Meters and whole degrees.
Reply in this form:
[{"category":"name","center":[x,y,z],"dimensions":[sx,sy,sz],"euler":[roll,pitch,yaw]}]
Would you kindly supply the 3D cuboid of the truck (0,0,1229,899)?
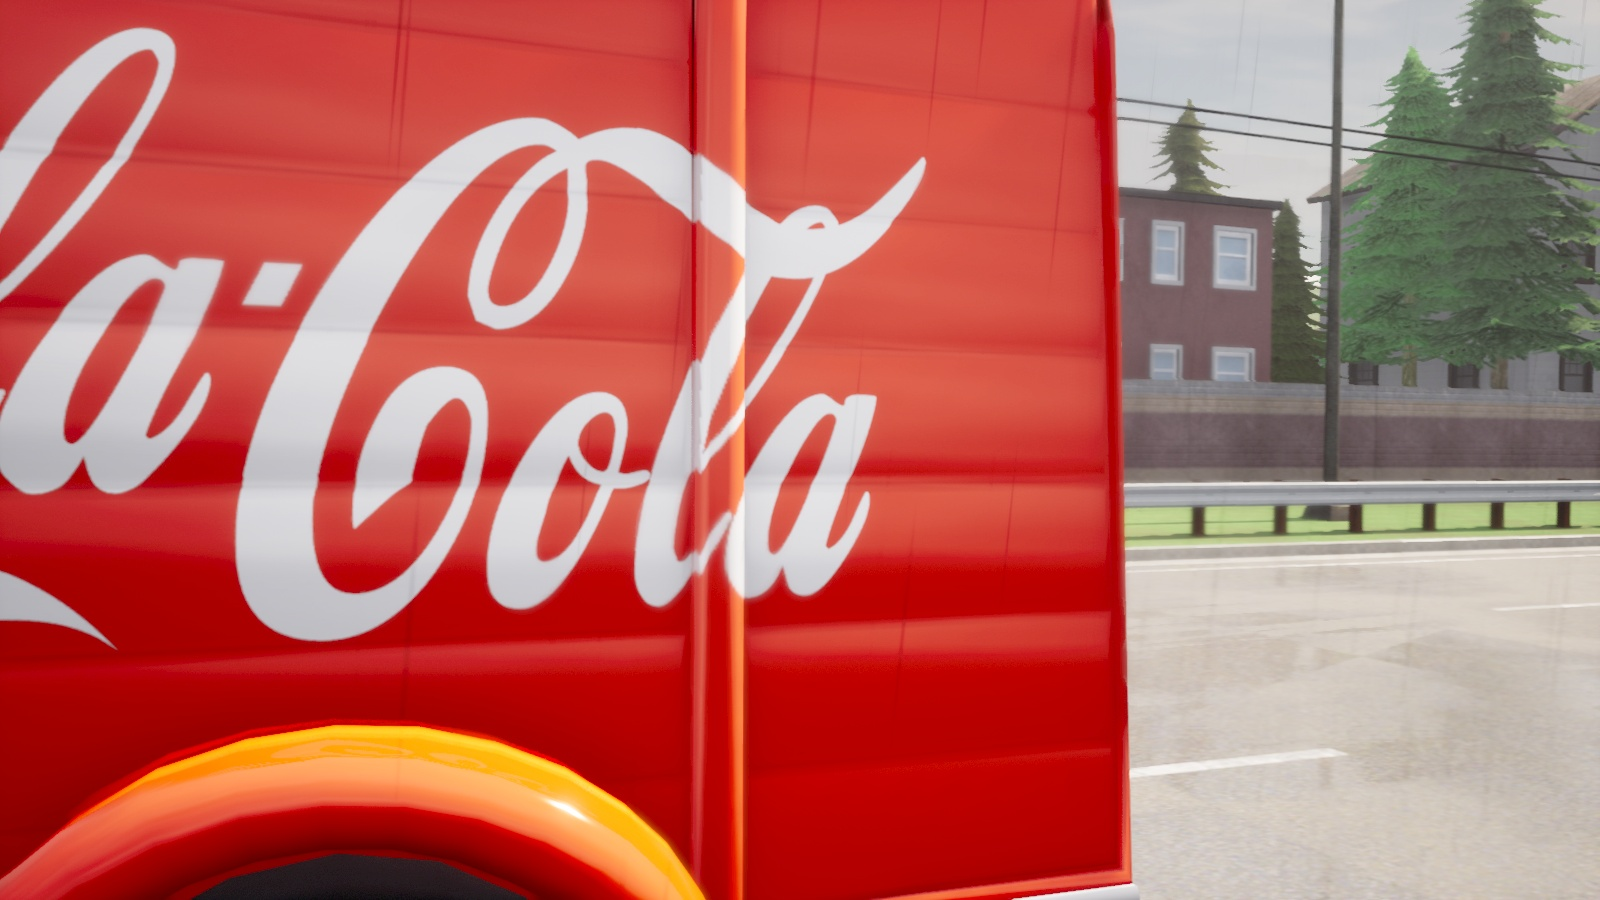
[{"category":"truck","center":[-2.184,0.296,2.404],"dimensions":[5.204,2.467,2.627],"euler":[-1,1,-21]}]
